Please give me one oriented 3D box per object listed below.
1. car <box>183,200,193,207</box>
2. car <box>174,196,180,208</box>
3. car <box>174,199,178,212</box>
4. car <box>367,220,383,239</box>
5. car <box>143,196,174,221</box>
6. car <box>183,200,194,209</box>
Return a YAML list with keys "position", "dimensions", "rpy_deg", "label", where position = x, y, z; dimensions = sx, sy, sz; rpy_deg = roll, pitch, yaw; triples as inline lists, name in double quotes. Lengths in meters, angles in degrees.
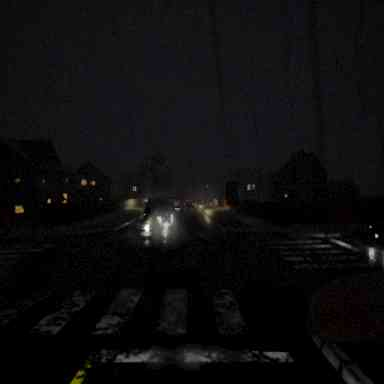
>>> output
- position: [-0.745, 2.245, 66.353]
  dimensions: [1.895, 1.301, 4.718]
  rpy_deg: [0, -1, -2]
  label: "car"
- position: [-3.386, 1.776, 59.937]
  dimensions: [2.150, 2.045, 5.566]
  rpy_deg: [0, -1, -1]
  label: "car"
- position: [-3.227, 1.944, 42.925]
  dimensions: [1.895, 1.301, 4.718]
  rpy_deg: [0, -1, -1]
  label: "car"
- position: [10.384, 1.407, 13.927]
  dimensions: [5.357, 1.411, 2.033]
  rpy_deg: [-1, 1, 0]
  label: "car"
- position: [-3.051, 1.441, 30.287]
  dimensions: [2.150, 2.045, 5.566]
  rpy_deg: [0, 0, -1]
  label: "car"
- position: [-0.579, 2.106, 56.326]
  dimensions: [1.895, 1.301, 4.718]
  rpy_deg: [0, -1, -1]
  label: "car"
